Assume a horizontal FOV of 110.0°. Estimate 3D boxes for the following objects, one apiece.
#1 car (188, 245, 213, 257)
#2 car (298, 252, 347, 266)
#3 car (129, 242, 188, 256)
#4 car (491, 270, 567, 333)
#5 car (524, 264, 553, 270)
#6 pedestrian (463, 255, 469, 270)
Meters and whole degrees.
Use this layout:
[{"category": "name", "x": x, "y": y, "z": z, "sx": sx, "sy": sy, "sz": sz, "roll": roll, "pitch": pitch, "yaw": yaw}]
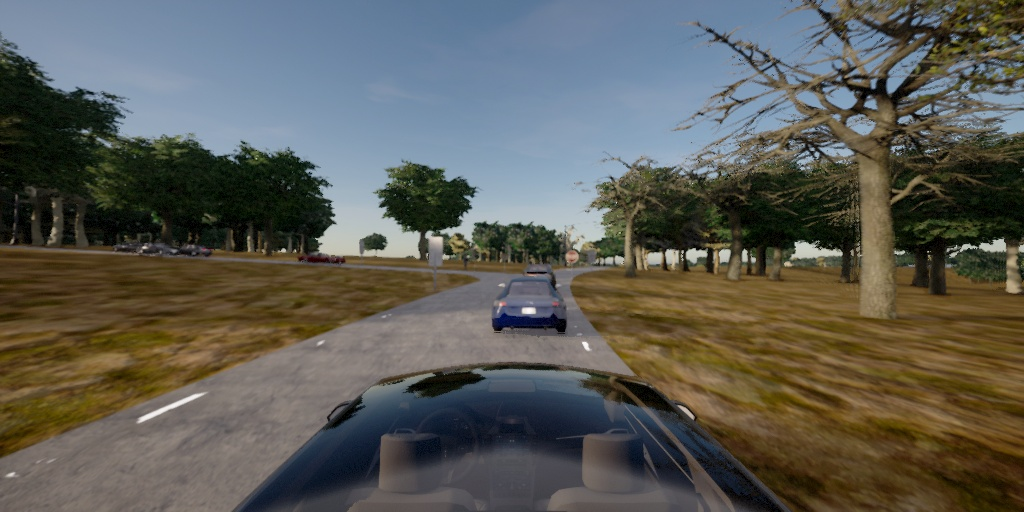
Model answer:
[{"category": "car", "x": -40.698, "y": -0.679, "z": 45.684, "sx": 4.902, "sy": 1.511, "sz": 2.128, "roll": 3, "pitch": -1, "yaw": 11}, {"category": "car", "x": -20.315, "y": 0.313, "z": 38.455, "sx": 4.718, "sy": 1.301, "sz": 1.895, "roll": 3, "pitch": -1, "yaw": 11}, {"category": "car", "x": -42.218, "y": -0.789, "z": 42.851, "sx": 4.902, "sy": 1.511, "sz": 2.128, "roll": 3, "pitch": -1, "yaw": 12}, {"category": "car", "x": 0.541, "y": 1.298, "z": 10.714, "sx": 1.994, "sy": 1.385, "sz": 4.181, "roll": 0, "pitch": 0, "yaw": 4}, {"category": "car", "x": 1.661, "y": 1.209, "z": 21.445, "sx": 2.128, "sy": 1.511, "sz": 4.902, "roll": 0, "pitch": 0, "yaw": 8}, {"category": "pedestrian", "x": -5.413, "y": 0.757, "z": 42.000, "sx": 0.375, "sy": 1.860, "sz": 0.375, "roll": 0, "pitch": -4, "yaw": 11}]
